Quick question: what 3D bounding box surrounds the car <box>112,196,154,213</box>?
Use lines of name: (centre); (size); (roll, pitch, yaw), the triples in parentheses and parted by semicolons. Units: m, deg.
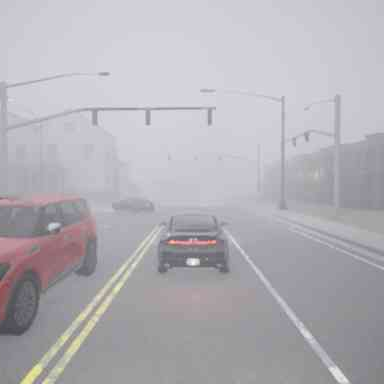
car: (-5.233, 1.073, 29.391); (4.181, 1.385, 1.994); (1, 1, 42)

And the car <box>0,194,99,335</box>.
car: (-3.598, 1.104, 6.849); (2.150, 2.045, 5.566); (0, 1, 0)

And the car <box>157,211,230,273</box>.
car: (0.042, 1.334, 10.077); (1.837, 1.490, 4.892); (0, 1, 0)
